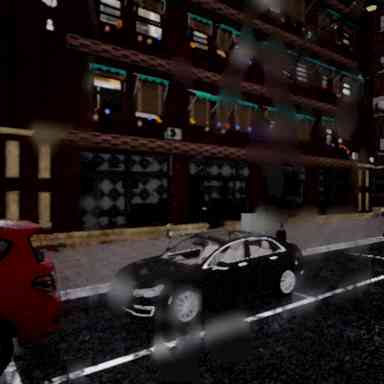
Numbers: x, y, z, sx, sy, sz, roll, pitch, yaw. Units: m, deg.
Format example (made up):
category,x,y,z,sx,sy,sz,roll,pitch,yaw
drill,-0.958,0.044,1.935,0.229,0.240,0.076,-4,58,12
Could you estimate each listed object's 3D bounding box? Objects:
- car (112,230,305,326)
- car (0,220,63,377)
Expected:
category,x,y,z,sx,sy,sz,roll,pitch,yaw
car,0.539,1.531,6.935,4.403,1.369,2.008,0,1,-35
car,-4.069,1.321,3.646,5.009,1.841,2.192,0,1,-36
